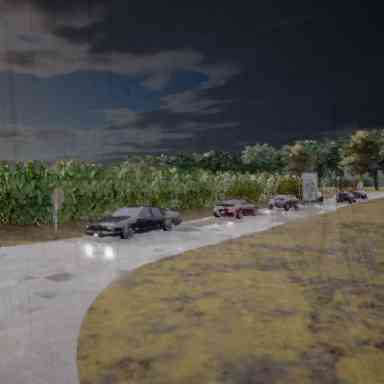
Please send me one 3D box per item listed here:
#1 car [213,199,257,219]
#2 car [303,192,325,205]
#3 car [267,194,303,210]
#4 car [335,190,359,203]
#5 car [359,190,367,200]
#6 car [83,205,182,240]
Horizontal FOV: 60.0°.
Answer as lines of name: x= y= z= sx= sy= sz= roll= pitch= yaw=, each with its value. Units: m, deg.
car: x=3.268 y=1.195 z=24.830 sx=1.994 sy=1.385 sz=4.181 roll=-1 pitch=1 yaw=34
car: x=15.213 y=0.721 z=41.699 sx=1.882 sy=1.535 sz=5.008 roll=-1 pitch=1 yaw=36
car: x=9.144 y=0.945 z=33.144 sx=1.837 sy=1.490 sz=4.892 roll=-1 pitch=1 yaw=35
car: x=20.208 y=0.640 z=43.747 sx=1.837 sy=1.490 sz=4.892 roll=-1 pitch=1 yaw=35
car: x=26.192 y=0.416 z=52.246 sx=1.882 sy=1.535 sz=5.008 roll=-1 pitch=1 yaw=35
car: x=-2.636 y=1.375 z=16.307 sx=2.033 sy=1.411 sz=5.357 roll=-1 pitch=1 yaw=33
